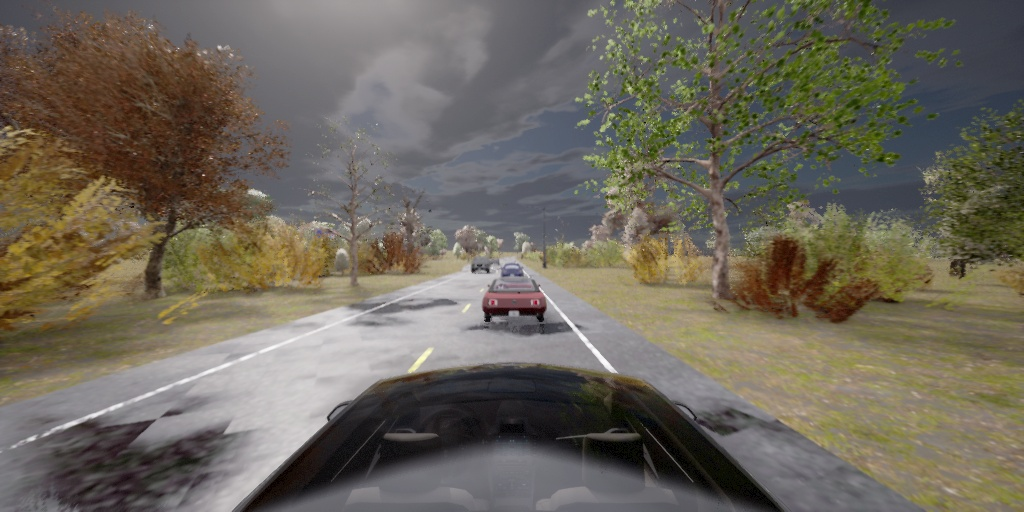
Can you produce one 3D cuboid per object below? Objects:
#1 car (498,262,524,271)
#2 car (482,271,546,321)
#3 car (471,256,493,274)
[{"bbox_3d":[0.012,1.334,30.196,1.812,1.442,4.674,0,0,0],"label":"car"},{"bbox_3d":[0.068,1.374,12.532,1.895,1.301,4.718,0,0,0],"label":"car"},{"bbox_3d":[-3.802,1.047,44.022,2.150,2.045,5.566,0,0,-1],"label":"car"}]
